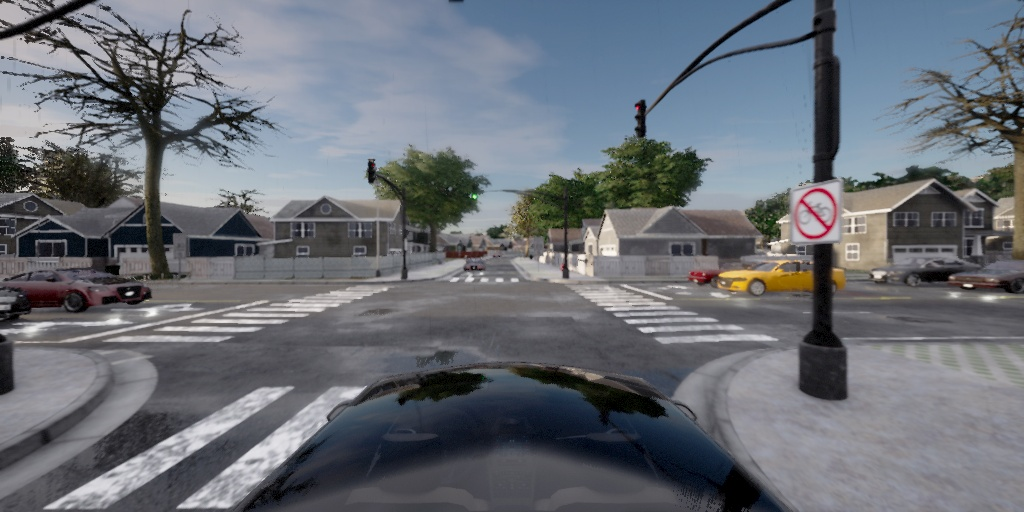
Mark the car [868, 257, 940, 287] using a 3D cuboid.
[{"bbox_3d":[22.095,0.821,19.262,4.902,1.511,2.128,-1,0,0],"label":"car"}]

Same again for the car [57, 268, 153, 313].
[{"bbox_3d":[-15.147,1.114,12.337,4.181,1.385,1.994,0,0,0],"label":"car"}]

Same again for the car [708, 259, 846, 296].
[{"bbox_3d":[11.861,0.912,15.955,5.008,1.535,1.882,0,0,-2],"label":"car"}]

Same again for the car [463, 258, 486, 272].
[{"bbox_3d":[-3.487,0.842,34.190,1.994,1.385,4.181,0,2,-2],"label":"car"}]

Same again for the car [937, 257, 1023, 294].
[{"bbox_3d":[22.981,0.896,16.023,5.357,1.411,2.033,-1,0,-1],"label":"car"}]

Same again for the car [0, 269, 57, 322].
[{"bbox_3d":[-15.435,1.071,9.083,4.902,1.511,2.128,0,0,0],"label":"car"}]

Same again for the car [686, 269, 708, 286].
[{"bbox_3d":[12.016,1.006,19.204,4.718,1.301,1.895,0,0,0],"label":"car"}]
